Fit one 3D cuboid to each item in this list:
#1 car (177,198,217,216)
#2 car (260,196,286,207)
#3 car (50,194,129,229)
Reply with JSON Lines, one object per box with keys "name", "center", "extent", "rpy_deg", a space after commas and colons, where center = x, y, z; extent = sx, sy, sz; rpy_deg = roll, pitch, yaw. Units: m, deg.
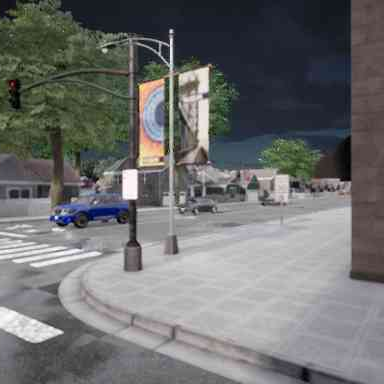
{"name": "car", "center": [0.590, 1.356, 31.387], "extent": [1.837, 1.490, 4.892], "rpy_deg": [0, 0, 36]}
{"name": "car", "center": [11.371, 1.299, 46.351], "extent": [2.033, 1.411, 5.357], "rpy_deg": [0, 0, 36]}
{"name": "car", "center": [-6.329, 1.139, 21.720], "extent": [2.150, 2.045, 5.566], "rpy_deg": [0, 0, 36]}
